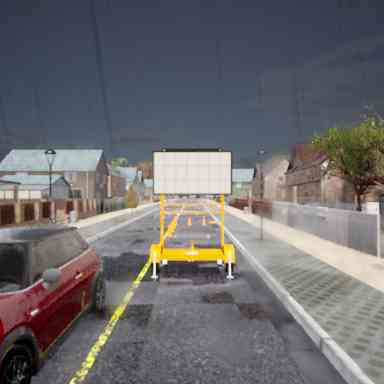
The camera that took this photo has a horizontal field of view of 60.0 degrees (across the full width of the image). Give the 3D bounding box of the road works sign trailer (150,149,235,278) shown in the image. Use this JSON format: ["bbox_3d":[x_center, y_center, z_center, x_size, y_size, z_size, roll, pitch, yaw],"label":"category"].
[{"bbox_3d":[0.013,0.486,10.172,2.380,3.560,2.880,0,0,0],"label":"road works sign trailer"}]

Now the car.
[{"bbox_3d":[-2.749,1.361,4.634,2.097,1.767,4.553,0,0,0],"label":"car"}]
